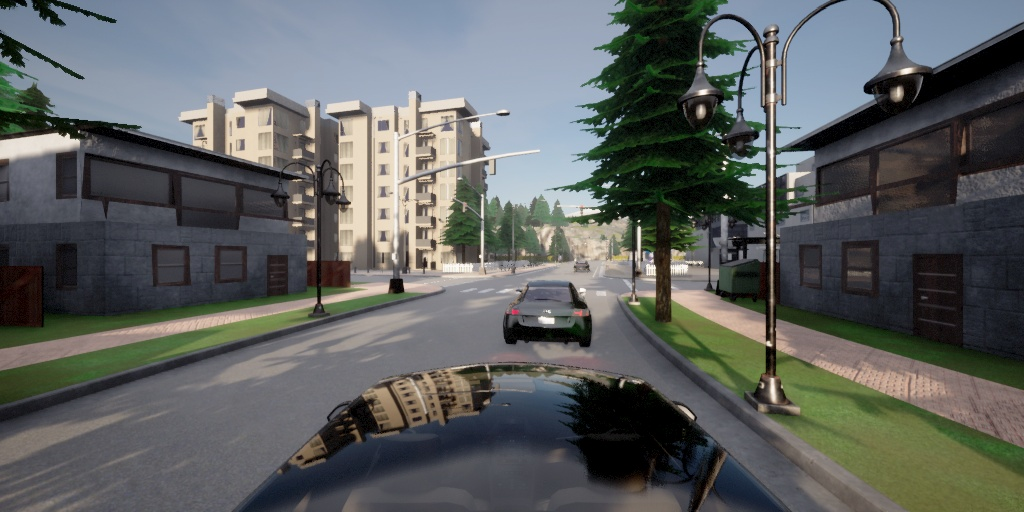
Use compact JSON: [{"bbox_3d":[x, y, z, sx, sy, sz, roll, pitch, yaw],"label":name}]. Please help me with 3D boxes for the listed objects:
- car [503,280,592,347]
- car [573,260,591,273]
[{"bbox_3d":[1.005,1.314,9.431,1.994,1.385,4.181,0,0,8],"label":"car"},{"bbox_3d":[8.778,1.276,44.965,2.128,1.511,4.902,0,0,14],"label":"car"}]
